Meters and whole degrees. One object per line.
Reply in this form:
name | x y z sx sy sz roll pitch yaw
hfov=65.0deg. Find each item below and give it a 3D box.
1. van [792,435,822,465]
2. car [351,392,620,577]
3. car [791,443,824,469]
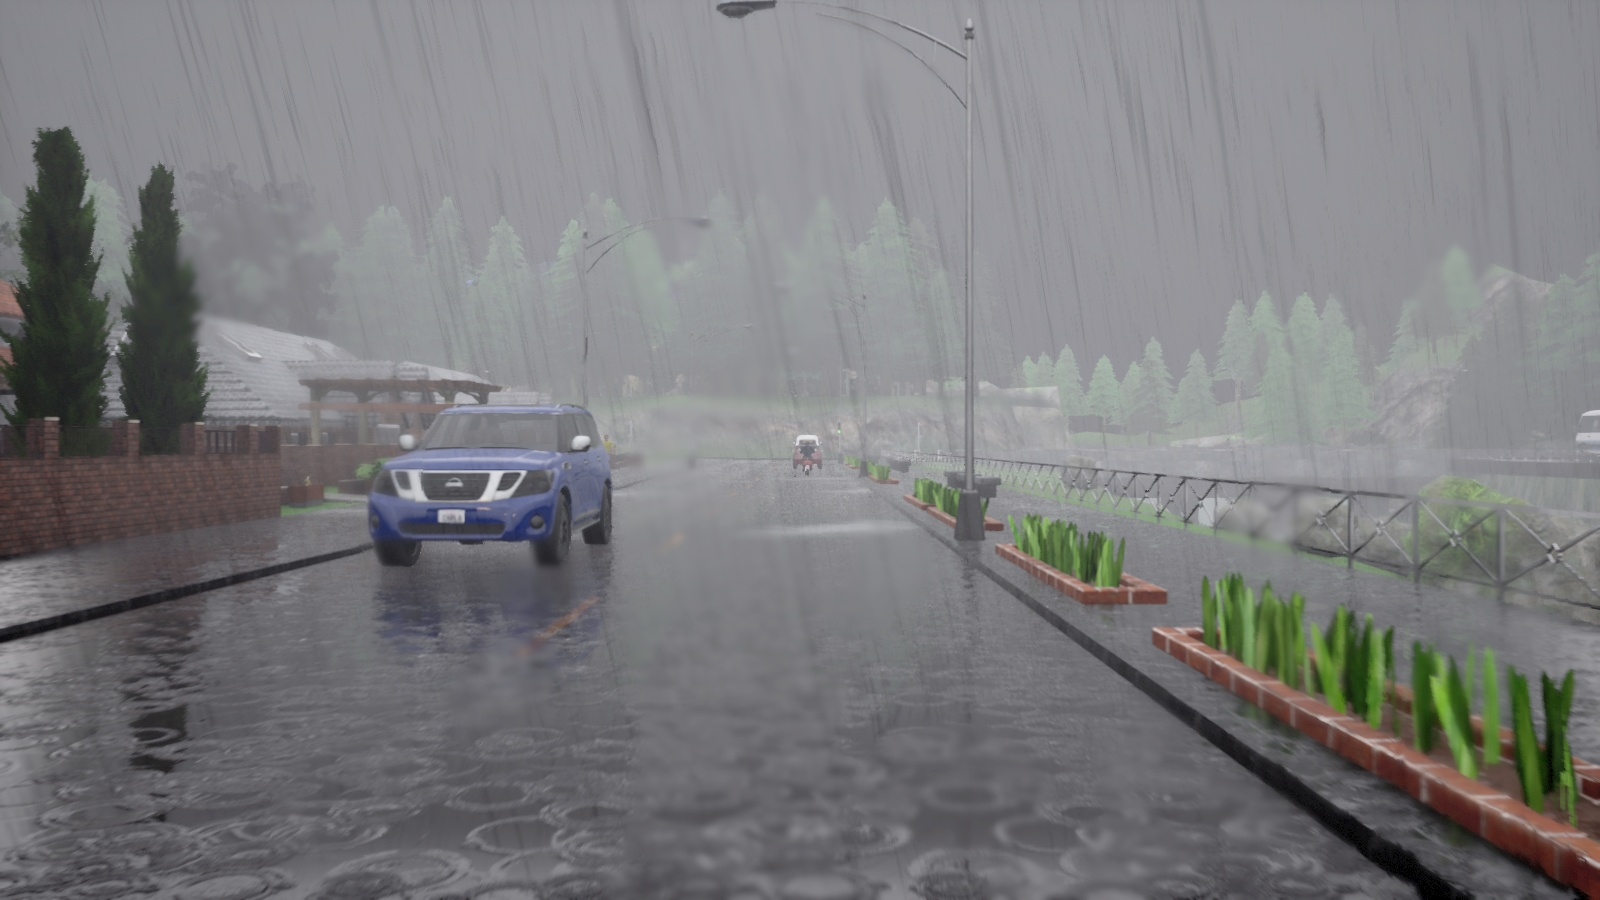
van | 0.527 -0.030 88.823 2.069 2.038 4.480 0 0 0
car | -3.889 0.368 16.707 2.150 2.045 5.566 0 0 0
car | 0.437 0.348 73.291 1.845 1.501 3.633 0 0 0
